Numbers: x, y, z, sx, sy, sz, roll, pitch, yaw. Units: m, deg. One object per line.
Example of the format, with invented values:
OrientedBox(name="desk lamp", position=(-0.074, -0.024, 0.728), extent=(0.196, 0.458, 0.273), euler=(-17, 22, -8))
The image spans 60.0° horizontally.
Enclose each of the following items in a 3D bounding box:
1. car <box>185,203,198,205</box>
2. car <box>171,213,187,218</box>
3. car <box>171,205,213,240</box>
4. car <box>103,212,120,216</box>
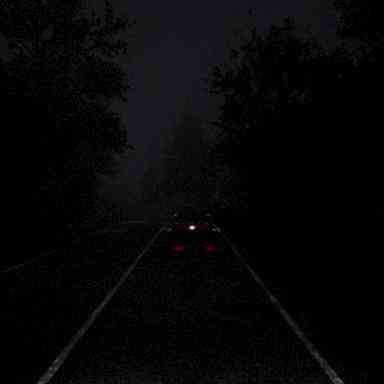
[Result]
OrientedBox(name="car", position=(-0.045, 1.937, 33.547), extent=(1.882, 1.535, 5.008), euler=(0, -3, 0))
OrientedBox(name="car", position=(-3.328, 6.166, 86.852), extent=(4.181, 1.385, 1.994), euler=(1, -5, -1))
OrientedBox(name="car", position=(-0.003, 1.595, 17.086), extent=(1.994, 1.385, 4.181), euler=(0, 0, 0))
OrientedBox(name="car", position=(-18.490, 5.459, 77.362), extent=(2.033, 1.411, 5.357), euler=(-2, -5, 24))
